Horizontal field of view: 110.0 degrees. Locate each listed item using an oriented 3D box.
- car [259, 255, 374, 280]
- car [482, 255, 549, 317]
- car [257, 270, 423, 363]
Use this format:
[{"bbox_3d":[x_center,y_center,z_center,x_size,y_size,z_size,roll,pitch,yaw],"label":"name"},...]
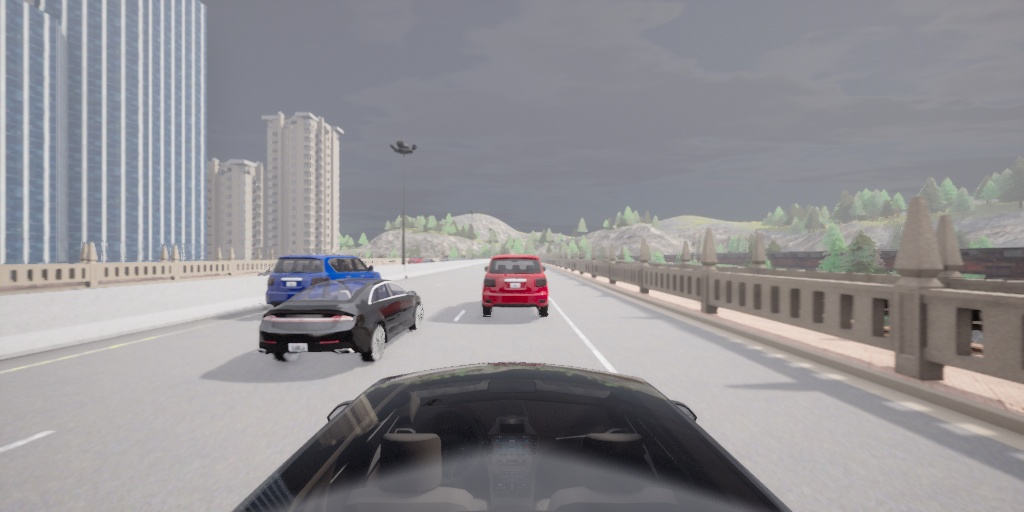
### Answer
[{"bbox_3d":[-6.879,0.971,13.893,2.150,2.045,5.566,0,0,0],"label":"car"},{"bbox_3d":[0.117,0.972,13.404,2.150,2.045,5.566,0,0,0],"label":"car"},{"bbox_3d":[-3.403,1.241,8.129,2.128,1.511,4.902,0,0,0],"label":"car"}]
